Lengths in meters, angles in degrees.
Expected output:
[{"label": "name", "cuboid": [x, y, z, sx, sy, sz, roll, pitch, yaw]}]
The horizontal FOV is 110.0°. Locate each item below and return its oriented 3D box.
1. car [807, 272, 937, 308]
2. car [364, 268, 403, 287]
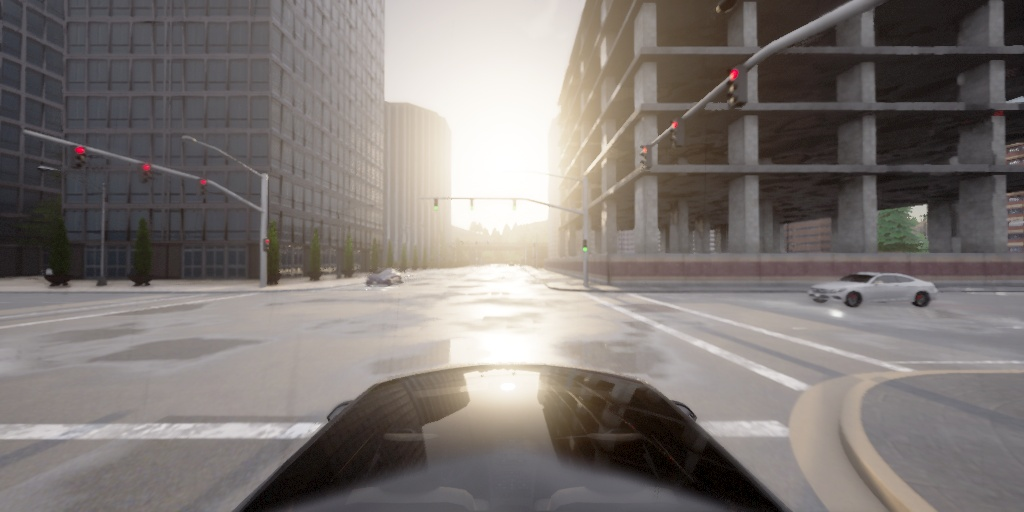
[{"label": "car", "cuboid": [15.646, 1.425, 15.672, 4.674, 1.442, 1.812, 0, -1, 0]}, {"label": "car", "cuboid": [-10.485, 1.756, 29.716, 1.812, 1.442, 4.674, 0, 0, 0]}]
